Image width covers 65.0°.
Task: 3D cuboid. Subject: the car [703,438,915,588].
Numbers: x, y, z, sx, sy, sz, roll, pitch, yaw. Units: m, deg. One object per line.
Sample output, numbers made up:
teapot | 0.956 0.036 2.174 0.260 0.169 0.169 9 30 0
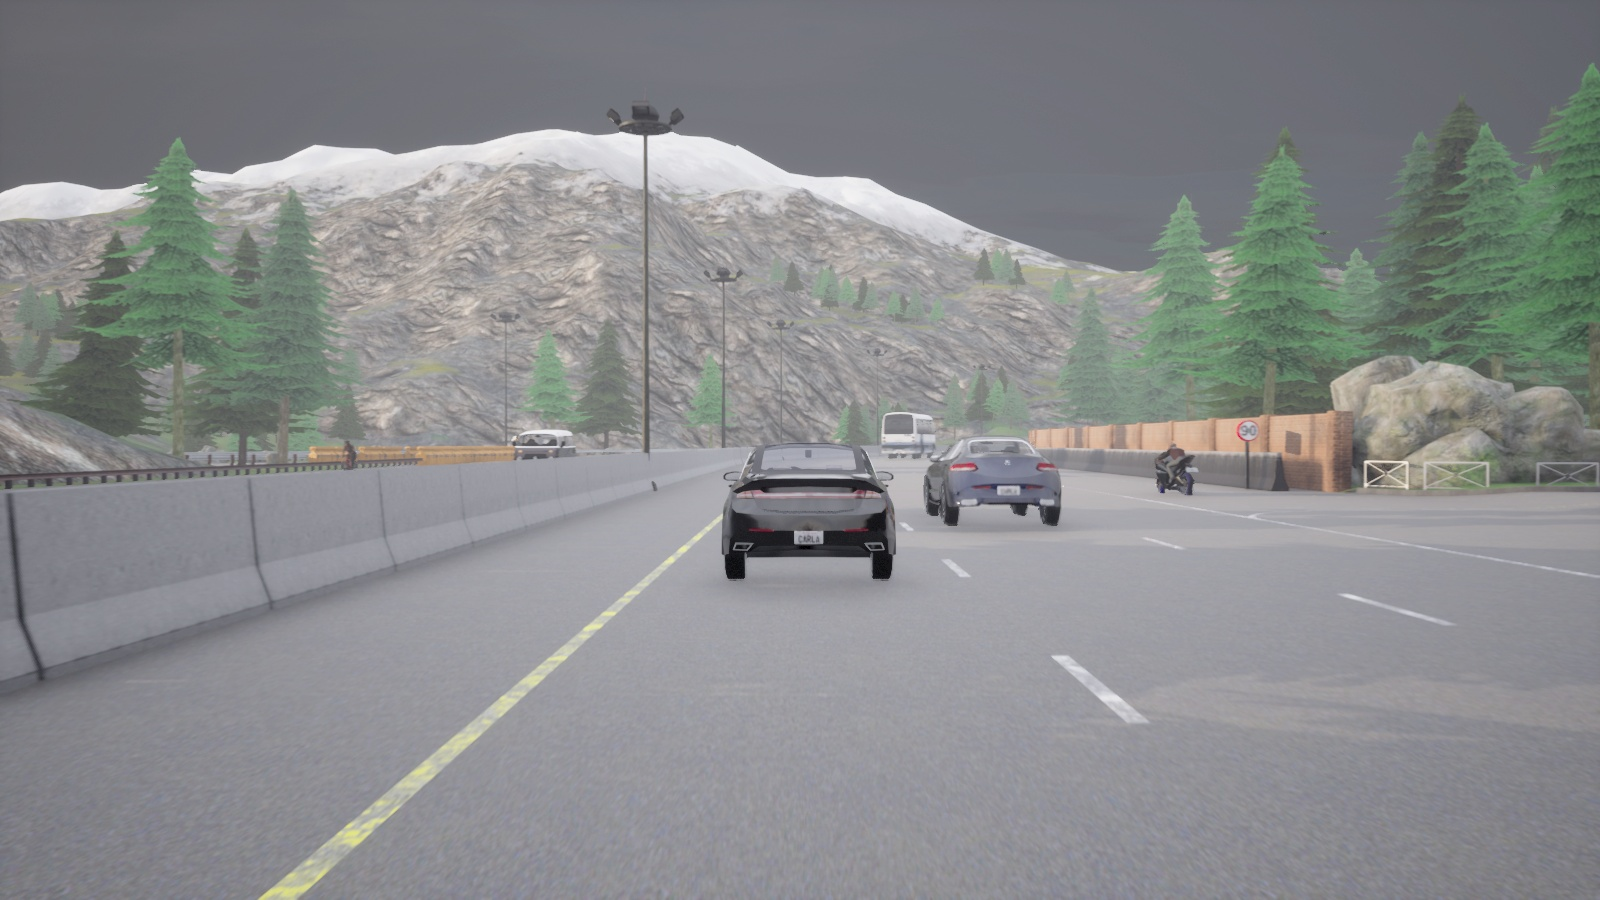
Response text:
car | 0.101 0.618 15.052 2.128 1.511 4.902 0 0 0

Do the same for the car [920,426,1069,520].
car | 3.655 0.390 24.549 2.152 1.651 5.027 0 0 0

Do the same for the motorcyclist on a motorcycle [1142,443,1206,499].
motorcyclist on a motorcycle | 10.727 0.587 36.085 0.866 1.530 2.191 1 0 -9

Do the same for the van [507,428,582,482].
van | -10.198 0.178 50.427 2.069 2.038 4.480 0 0 0
